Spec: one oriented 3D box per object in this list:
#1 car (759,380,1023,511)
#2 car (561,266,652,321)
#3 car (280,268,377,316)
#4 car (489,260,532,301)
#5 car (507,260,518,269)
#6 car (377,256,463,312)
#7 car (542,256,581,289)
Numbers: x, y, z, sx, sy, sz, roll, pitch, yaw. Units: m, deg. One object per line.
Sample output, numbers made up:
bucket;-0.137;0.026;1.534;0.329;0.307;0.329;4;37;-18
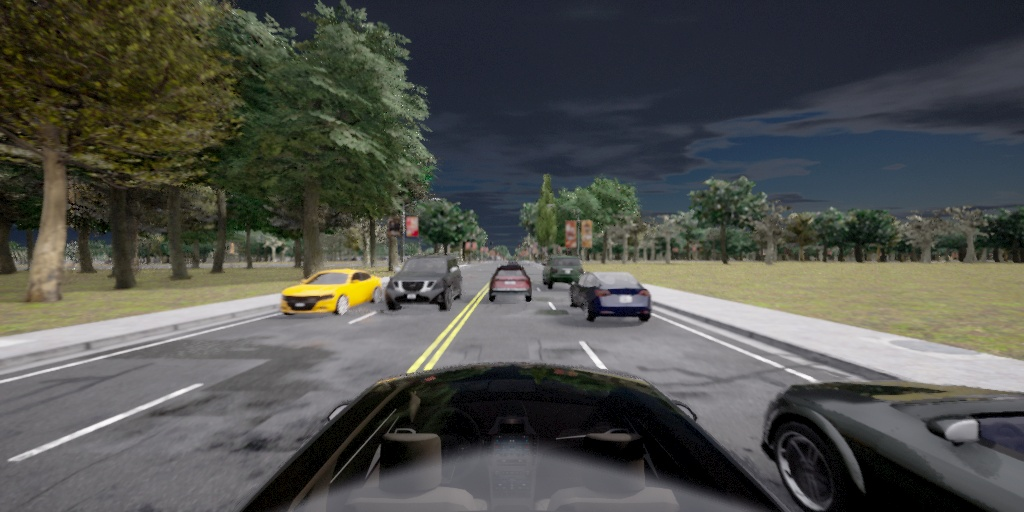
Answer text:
car;3.250;1.313;1.543;1.994;1.385;4.181;0;0;0
car;3.247;1.277;12.574;2.163;1.488;4.792;0;0;0
car;-6.604;1.254;13.670;1.882;1.535;5.008;0;0;0
car;-0.062;1.216;17.687;2.033;1.649;4.856;0;0;0
car;0.085;1.408;60.218;1.837;1.490;4.892;0;0;0
car;-3.352;1.000;14.757;2.150;2.045;5.566;0;0;0
car;3.244;1.021;23.575;2.150;2.045;5.566;0;0;0
